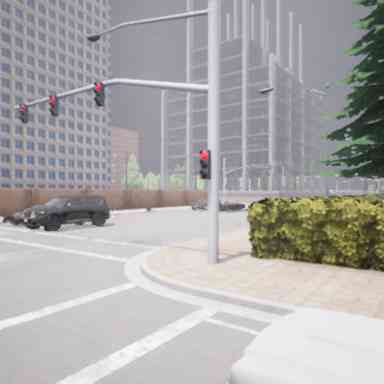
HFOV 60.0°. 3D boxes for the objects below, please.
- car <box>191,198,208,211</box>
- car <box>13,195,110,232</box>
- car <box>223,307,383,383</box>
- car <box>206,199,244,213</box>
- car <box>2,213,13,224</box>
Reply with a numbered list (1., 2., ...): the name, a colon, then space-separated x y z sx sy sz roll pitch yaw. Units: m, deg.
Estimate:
1. car: 1.768 1.495 39.918 1.837 1.490 4.892 0 0 36
2. car: -7.631 1.221 20.657 2.150 2.045 5.566 0 0 34
3. car: 2.559 1.604 2.142 4.718 1.301 1.895 0 0 36
4. car: 3.936 1.600 36.942 1.895 1.301 4.718 0 0 36
5. car: -10.126 1.536 23.300 2.033 1.411 5.357 0 0 35
